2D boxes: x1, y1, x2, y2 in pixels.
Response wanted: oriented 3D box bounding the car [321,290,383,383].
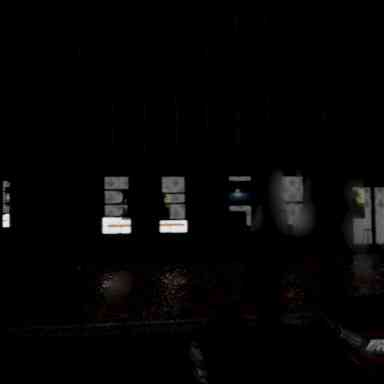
[{"bbox_3d":[3.931,1.698,4.519,4.206,1.307,1.802,0,-2,-6],"label":"car"}]
